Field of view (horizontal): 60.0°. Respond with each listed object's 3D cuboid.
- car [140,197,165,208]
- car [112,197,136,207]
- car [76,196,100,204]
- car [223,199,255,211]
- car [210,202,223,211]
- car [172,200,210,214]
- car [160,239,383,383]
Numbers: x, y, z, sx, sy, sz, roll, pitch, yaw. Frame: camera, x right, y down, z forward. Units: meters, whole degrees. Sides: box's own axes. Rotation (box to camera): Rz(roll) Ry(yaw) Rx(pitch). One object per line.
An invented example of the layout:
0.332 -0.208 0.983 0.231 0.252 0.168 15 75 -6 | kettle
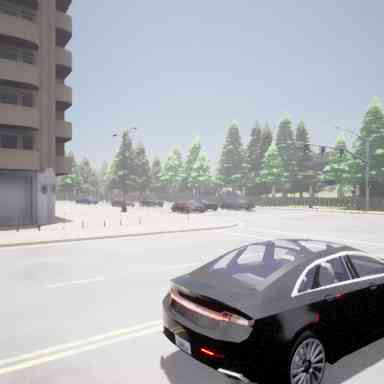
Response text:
-5.845 1.449 48.463 1.837 1.490 4.892 0 0 -38 | car
-9.927 1.470 48.061 1.812 1.442 4.674 0 0 -40 | car
-18.761 1.470 59.763 4.674 1.442 1.812 0 0 28 | car
5.131 1.491 39.652 2.033 1.411 5.357 0 0 -35 | car
1.063 1.545 38.971 1.895 1.301 4.718 0 0 -35 | car
-0.405 1.508 34.929 1.994 1.385 4.181 0 0 -35 | car
1.880 1.491 5.129 4.902 1.511 2.128 0 0 -35 | car
